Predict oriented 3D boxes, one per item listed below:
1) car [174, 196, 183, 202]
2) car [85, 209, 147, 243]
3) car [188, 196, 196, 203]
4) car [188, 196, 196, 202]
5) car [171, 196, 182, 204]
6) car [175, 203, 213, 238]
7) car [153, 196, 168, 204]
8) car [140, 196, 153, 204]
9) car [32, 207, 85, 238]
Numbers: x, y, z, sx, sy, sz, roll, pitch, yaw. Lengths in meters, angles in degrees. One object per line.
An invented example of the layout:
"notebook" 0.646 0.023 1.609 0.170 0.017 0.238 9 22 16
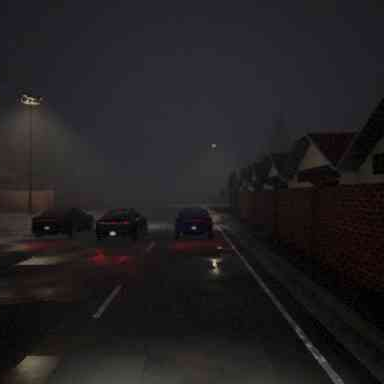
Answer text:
"car" -3.520 1.831 85.317 2.033 1.411 5.357 0 0 0
"car" -3.407 1.579 16.735 2.128 1.511 4.902 0 0 0
"car" -0.017 1.903 74.898 2.128 1.511 4.902 0 0 0
"car" -0.020 1.791 85.318 1.837 1.490 4.892 0 0 0
"car" -3.517 1.905 75.314 1.812 1.442 4.674 0 0 0
"car" 0.094 1.573 18.319 1.882 1.535 5.008 0 0 0
"car" -7.017 1.878 74.896 1.837 1.490 4.892 0 0 0
"car" -10.517 1.905 75.311 1.812 1.442 4.674 0 0 0
"car" -6.906 1.573 18.311 1.882 1.535 5.008 0 0 0
